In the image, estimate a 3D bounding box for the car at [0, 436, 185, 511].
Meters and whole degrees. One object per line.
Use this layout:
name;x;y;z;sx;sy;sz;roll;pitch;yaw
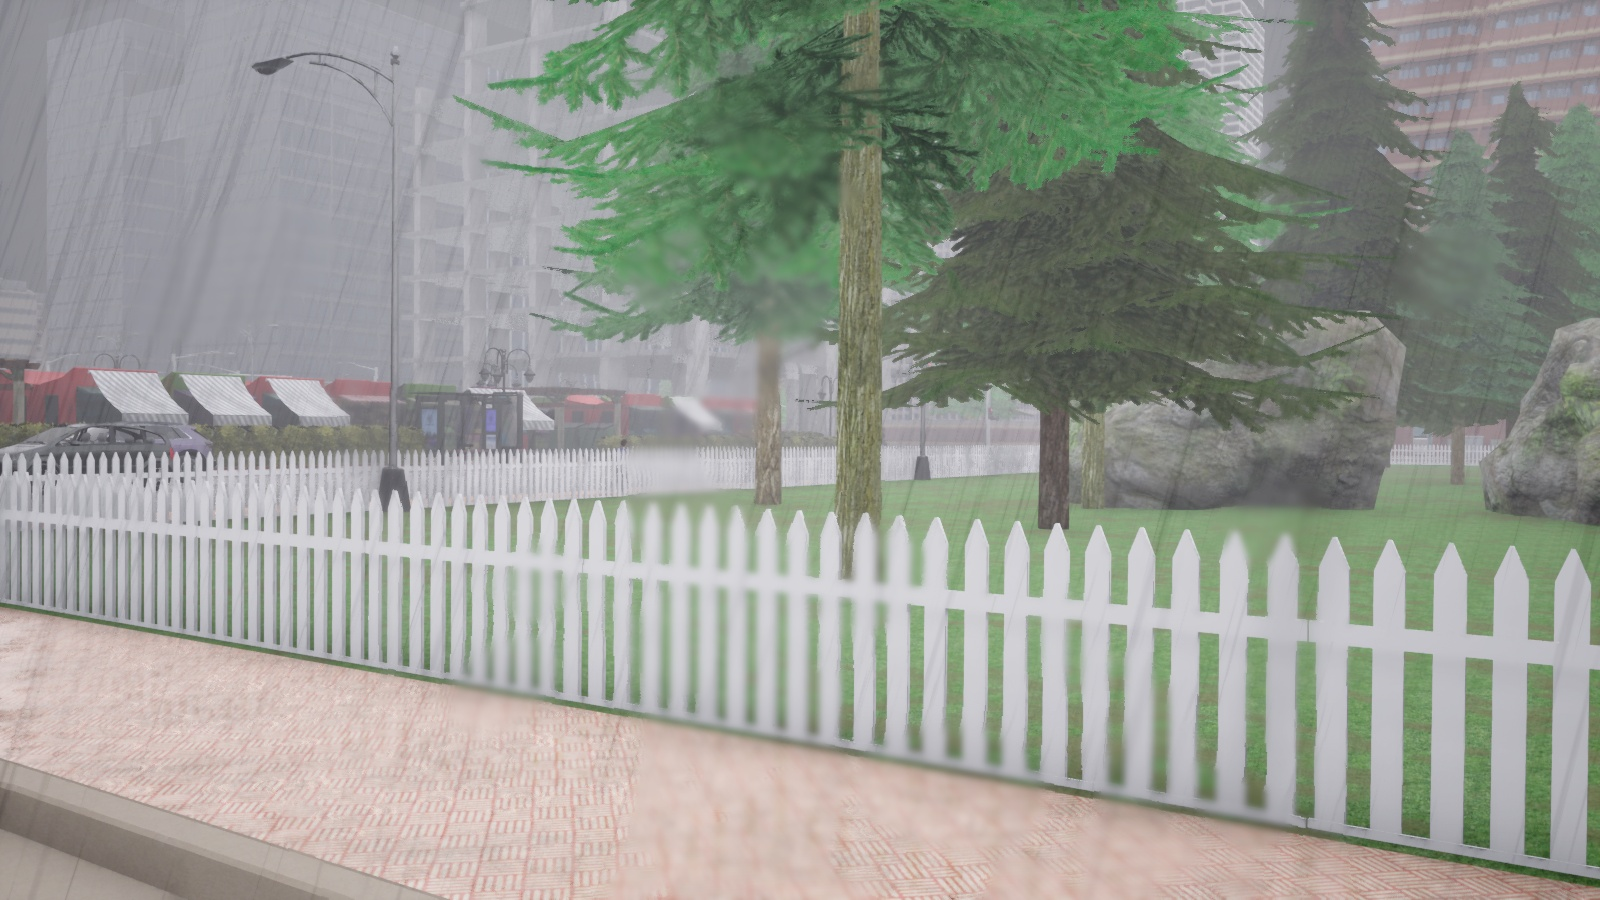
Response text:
car;-16.081;0.471;28.169;1.789;1.549;3.705;0;1;32

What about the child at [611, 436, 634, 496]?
child;-3.819;0.336;27.004;0.270;1.263;0.437;0;1;32

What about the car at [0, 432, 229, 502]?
car;-17.565;0.378;32.379;2.033;1.649;4.856;0;1;32
